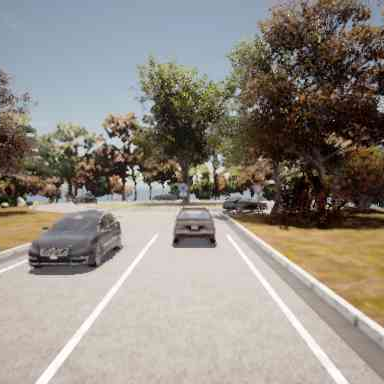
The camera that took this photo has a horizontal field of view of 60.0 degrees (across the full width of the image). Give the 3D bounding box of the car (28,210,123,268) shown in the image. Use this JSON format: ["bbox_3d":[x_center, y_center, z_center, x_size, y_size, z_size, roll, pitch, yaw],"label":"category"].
[{"bbox_3d":[-3.588,1.427,11.058,1.837,1.490,4.892,0,1,0],"label":"car"}]

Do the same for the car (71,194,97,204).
[{"bbox_3d":[-16.828,1.146,52.116,1.837,1.490,4.892,-1,0,18],"label":"car"}]

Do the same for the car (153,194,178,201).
[{"bbox_3d":[-5.072,1.052,63.462,4.902,1.511,2.128,0,0,-12],"label":"car"}]

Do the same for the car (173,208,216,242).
[{"bbox_3d":[0.104,1.439,15.668,2.033,1.411,5.357,0,0,0],"label":"car"}]

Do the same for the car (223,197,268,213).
[{"bbox_3d":[5.423,1.260,33.420,4.902,1.511,2.128,0,0,-29],"label":"car"}]
